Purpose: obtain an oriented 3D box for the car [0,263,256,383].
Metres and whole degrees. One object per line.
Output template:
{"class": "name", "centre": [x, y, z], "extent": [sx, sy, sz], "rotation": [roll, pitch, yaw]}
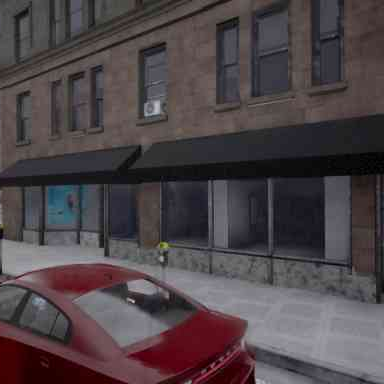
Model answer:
{"class": "car", "centre": [-1.497, 1.545, 3.933], "extent": [4.507, 1.381, 1.887], "rotation": [0, 0, 36]}
